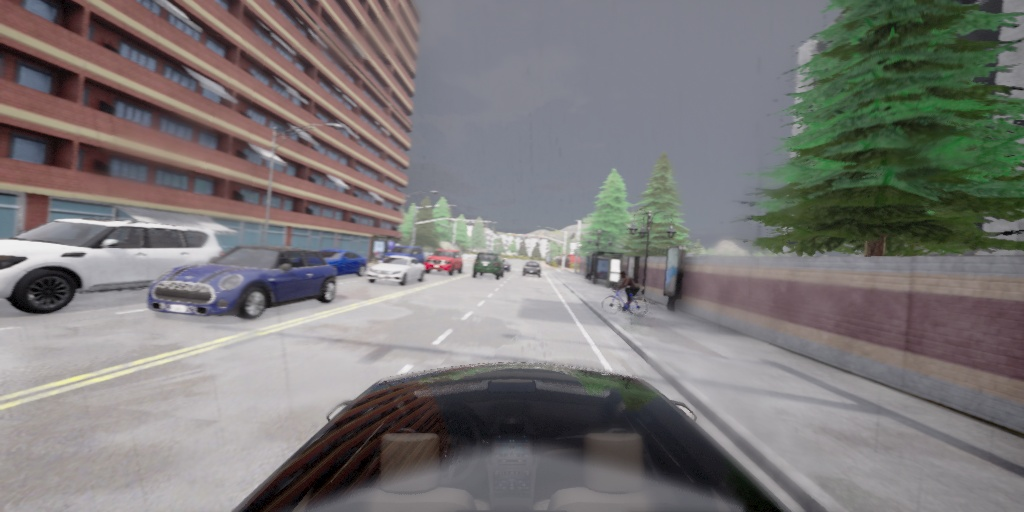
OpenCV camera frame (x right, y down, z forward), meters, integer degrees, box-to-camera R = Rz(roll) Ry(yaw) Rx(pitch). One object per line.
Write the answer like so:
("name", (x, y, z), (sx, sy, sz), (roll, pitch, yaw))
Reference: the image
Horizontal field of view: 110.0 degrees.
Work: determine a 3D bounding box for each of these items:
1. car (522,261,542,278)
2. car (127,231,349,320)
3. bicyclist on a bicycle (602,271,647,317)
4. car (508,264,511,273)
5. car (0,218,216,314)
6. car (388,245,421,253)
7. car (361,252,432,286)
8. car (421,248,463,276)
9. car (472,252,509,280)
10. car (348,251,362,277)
("car", (2.065, 1.348, 37.214), (2.128, 1.511, 4.902), (5, 0, 3))
("car", (-6.759, 0.507, 9.695), (2.097, 1.767, 4.553), (5, 0, 3))
("bicyclist on a bicycle", (4.147, 1.380, 13.101), (1.656, 1.620, 0.582), (5, 0, 3))
("car", (-1.159, 1.175, 42.295), (1.895, 1.301, 4.718), (5, 0, 4))
("car", (-10.279, 0.077, 9.093), (2.150, 2.045, 5.566), (5, 0, 3))
("car", (-8.994, 0.147, 30.190), (2.150, 2.045, 5.566), (5, 0, 4))
("car", (-6.163, 0.714, 19.719), (1.812, 1.442, 4.674), (5, 0, 4))
("car", (-5.518, 0.445, 29.965), (2.150, 2.045, 5.566), (5, 0, 4))
("car", (-1.854, 0.757, 29.723), (2.150, 2.045, 5.566), (5, 0, 3))
("car", (-9.673, 0.366, 19.529), (1.882, 1.535, 5.008), (5, 0, 3))
